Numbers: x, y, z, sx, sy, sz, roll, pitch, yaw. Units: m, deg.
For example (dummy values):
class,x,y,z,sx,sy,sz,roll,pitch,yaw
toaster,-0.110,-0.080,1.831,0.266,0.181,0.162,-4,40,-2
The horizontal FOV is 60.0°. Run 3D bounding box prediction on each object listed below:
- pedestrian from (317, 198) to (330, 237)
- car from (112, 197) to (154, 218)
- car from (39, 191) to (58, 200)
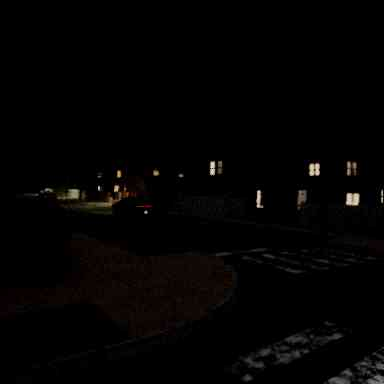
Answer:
class,x,y,z,sx,sy,sz,roll,pitch,yaw
pedestrian,6.250,1.208,15.859,0.375,1.860,0.375,4,-2,-35
car,-4.729,1.157,26.186,1.837,1.490,4.892,2,0,-35
car,-21.552,0.582,49.829,1.994,1.385,4.181,2,0,-35
